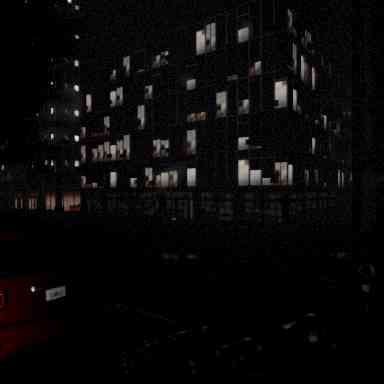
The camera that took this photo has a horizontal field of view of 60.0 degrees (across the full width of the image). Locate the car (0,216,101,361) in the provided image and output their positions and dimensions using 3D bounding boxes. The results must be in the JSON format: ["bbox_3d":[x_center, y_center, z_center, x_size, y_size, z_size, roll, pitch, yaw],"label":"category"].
[{"bbox_3d":[-3.606,1.325,5.455,5.009,1.841,2.192,0,0,36],"label":"car"}]

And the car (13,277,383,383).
[{"bbox_3d":[0.888,1.567,2.245,4.313,1.339,1.947,0,0,36],"label":"car"}]
